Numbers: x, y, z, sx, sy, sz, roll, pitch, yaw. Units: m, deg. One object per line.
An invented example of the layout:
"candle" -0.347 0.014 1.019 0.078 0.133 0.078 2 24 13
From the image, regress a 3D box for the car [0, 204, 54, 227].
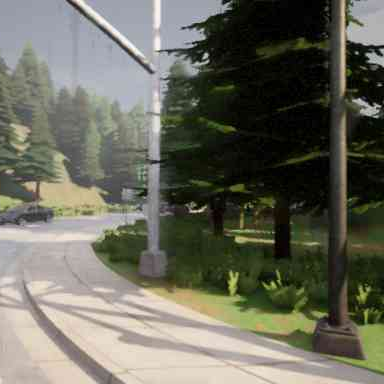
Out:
"car" -12.319 1.685 24.697 1.837 1.490 4.892 0 -1 14
